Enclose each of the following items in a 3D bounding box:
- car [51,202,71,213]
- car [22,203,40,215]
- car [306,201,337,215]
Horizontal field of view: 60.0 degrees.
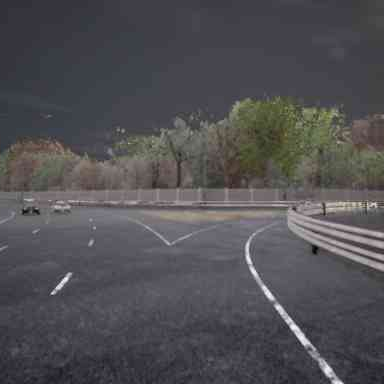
[{"bbox_3d":[-16.889,1.974,42.696,1.895,1.301,4.718,0,-1,-28],"label":"car"},{"bbox_3d":[-19.223,1.950,39.626,1.895,1.301,4.718,0,-1,-27],"label":"car"},{"bbox_3d":[15.045,1.823,38.513,4.892,1.490,1.837,0,-2,-41],"label":"car"}]
